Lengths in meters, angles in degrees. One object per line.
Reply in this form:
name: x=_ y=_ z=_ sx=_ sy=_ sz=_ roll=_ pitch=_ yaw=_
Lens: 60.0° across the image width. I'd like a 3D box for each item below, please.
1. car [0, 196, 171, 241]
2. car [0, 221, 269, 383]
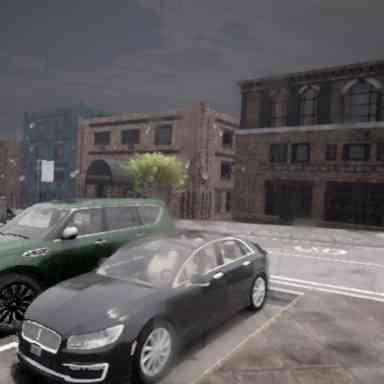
car: x=-2.586 y=1.186 z=7.208 sx=2.435 sy=2.045 sz=5.566 roll=0 pitch=0 yaw=35
car: x=-0.287 y=1.455 z=5.610 sx=2.231 sy=1.521 sz=4.892 roll=0 pitch=0 yaw=36
